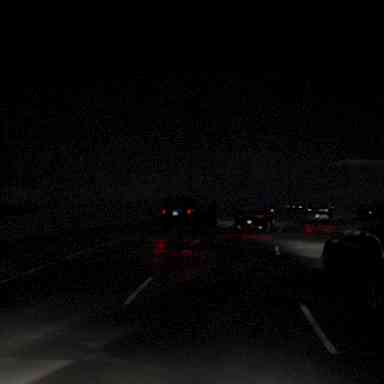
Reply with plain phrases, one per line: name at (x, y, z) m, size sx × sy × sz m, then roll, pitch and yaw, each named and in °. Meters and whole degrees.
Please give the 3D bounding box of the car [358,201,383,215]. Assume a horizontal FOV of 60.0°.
car at (15.524, 1.500, 28.824) m, size 1.882 × 1.535 × 5.008 m, roll 0°, pitch 0°, yaw 30°

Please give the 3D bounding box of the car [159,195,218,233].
car at (-0.057, 1.192, 19.660) m, size 2.150 × 2.045 × 5.566 m, roll 0°, pitch 0°, yaw 17°

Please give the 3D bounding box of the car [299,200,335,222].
car at (9.932, 1.495, 25.788) m, size 2.128 × 1.511 × 4.902 m, roll 0°, pitch 0°, yaw 25°

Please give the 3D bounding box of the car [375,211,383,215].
car at (8.815, 1.619, 12.644) m, size 1.895 × 1.301 × 4.718 m, roll 0°, pitch 0°, yaw 13°

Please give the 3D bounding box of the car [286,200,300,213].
car at (11.722, 1.544, 36.083) m, size 2.033 × 1.411 × 5.357 m, roll 0°, pitch 0°, yaw 32°

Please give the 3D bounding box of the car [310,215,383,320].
car at (4.289, 1.499, 7.206) m, size 2.128 × 1.511 × 4.902 m, roll 0°, pitch 0°, yaw 7°

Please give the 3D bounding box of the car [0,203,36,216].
car at (-11.230, 1.429, 19.206) m, size 1.837 × 1.490 × 4.892 m, roll 0°, pitch 0°, yaw 16°

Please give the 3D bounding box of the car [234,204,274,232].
car at (3.862, 1.464, 20.248) m, size 1.882 × 1.535 × 5.008 m, roll 0°, pitch 0°, yaw 18°
